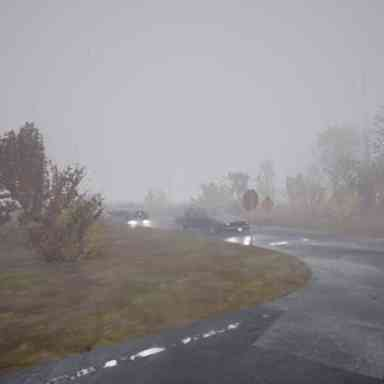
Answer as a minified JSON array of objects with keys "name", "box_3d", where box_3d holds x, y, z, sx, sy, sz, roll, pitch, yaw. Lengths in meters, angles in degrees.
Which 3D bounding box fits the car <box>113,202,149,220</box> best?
[{"name":"car","box_3d":[-5.255,1.580,28.014,1.994,1.385,4.181,0,0,-35]}]

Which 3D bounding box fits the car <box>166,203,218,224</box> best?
[{"name":"car","box_3d":[-0.085,1.587,26.091,1.994,1.385,4.181,0,0,-34]}]

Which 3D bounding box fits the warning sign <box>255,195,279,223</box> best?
[{"name":"warning sign","box_3d":[5.242,1.142,23.232,1.300,1.860,1.060,0,0,-36]}]

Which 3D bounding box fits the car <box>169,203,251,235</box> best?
[{"name":"car","box_3d":[0.938,1.554,19.362,2.033,1.411,5.357,0,0,-36]}]

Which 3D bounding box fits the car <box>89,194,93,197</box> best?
[{"name":"car","box_3d":[-14.179,1.270,45.877,2.150,2.045,5.566,0,0,-35]}]
